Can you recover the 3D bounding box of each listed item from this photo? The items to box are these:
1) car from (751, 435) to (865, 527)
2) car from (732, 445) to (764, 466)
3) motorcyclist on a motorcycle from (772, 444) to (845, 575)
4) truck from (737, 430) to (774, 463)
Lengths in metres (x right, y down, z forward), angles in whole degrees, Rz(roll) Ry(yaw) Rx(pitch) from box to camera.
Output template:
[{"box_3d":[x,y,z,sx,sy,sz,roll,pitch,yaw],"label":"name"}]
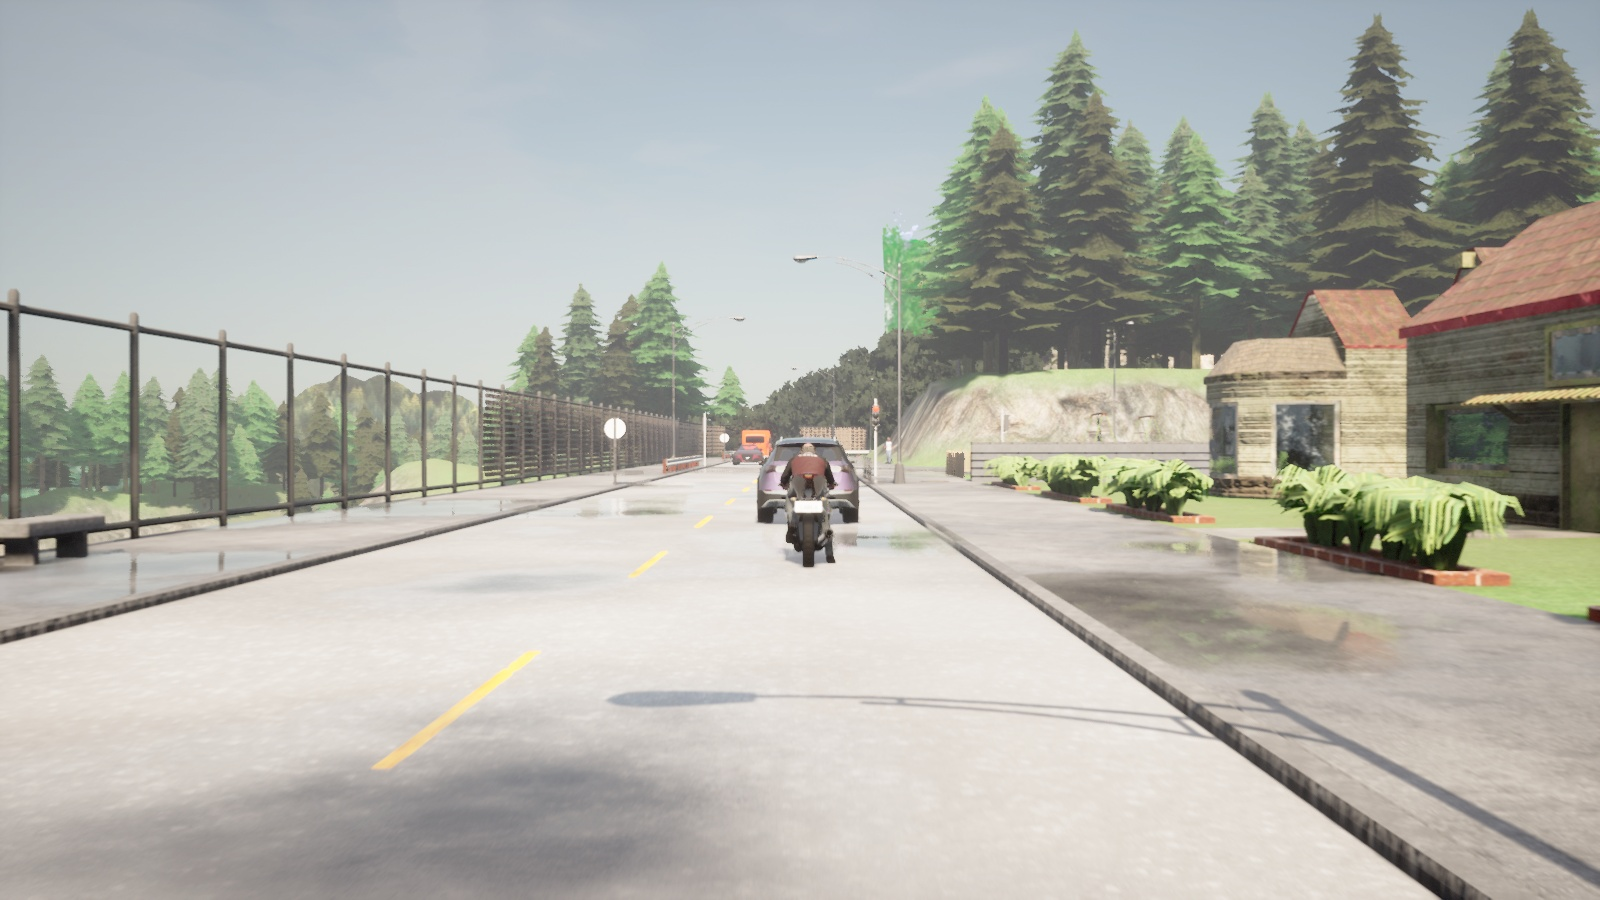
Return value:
[{"box_3d":[0.159,0.537,24.806,2.033,1.649,4.856,0,0,0],"label":"car"},{"box_3d":[-3.474,0.331,84.632,1.994,1.385,4.181,0,0,0],"label":"car"},{"box_3d":[0.105,0.692,15.836,0.866,1.530,2.191,0,0,0],"label":"motorcyclist on a motorcycle"},{"box_3d":[-3.399,-0.288,97.060,2.627,2.467,5.204,0,0,0],"label":"truck"}]
